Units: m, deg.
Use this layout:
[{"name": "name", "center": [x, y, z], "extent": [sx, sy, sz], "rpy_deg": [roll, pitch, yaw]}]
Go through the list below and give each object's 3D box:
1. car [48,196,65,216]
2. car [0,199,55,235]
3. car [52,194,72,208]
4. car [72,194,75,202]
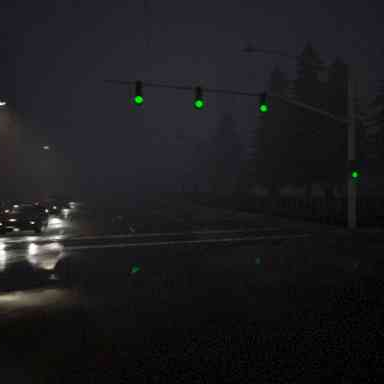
[{"name": "car", "center": [-11.784, 1.250, 27.196], "extent": [1.895, 1.301, 4.718], "rpy_deg": [-1, 1, -17]}, {"name": "car", "center": [-8.911, 1.334, 17.940], "extent": [2.033, 1.411, 5.357], "rpy_deg": [-1, 1, -17]}, {"name": "car", "center": [-14.931, 0.975, 37.338], "extent": [1.882, 1.535, 5.008], "rpy_deg": [-1, 1, -17]}, {"name": "car", "center": [-19.110, 0.894, 51.027], "extent": [1.895, 1.301, 4.718], "rpy_deg": [-1, 1, -17]}]
